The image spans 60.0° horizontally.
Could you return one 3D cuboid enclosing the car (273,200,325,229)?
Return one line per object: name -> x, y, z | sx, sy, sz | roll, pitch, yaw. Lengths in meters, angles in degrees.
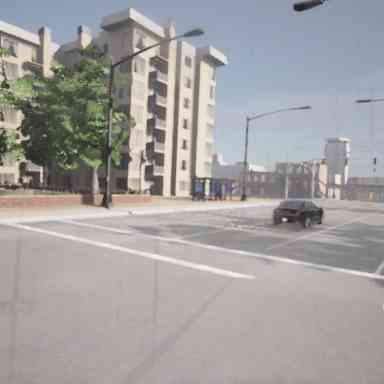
car -> 6.393, 1.226, 19.681 | 1.837, 1.490, 4.892 | 4, 2, 37
